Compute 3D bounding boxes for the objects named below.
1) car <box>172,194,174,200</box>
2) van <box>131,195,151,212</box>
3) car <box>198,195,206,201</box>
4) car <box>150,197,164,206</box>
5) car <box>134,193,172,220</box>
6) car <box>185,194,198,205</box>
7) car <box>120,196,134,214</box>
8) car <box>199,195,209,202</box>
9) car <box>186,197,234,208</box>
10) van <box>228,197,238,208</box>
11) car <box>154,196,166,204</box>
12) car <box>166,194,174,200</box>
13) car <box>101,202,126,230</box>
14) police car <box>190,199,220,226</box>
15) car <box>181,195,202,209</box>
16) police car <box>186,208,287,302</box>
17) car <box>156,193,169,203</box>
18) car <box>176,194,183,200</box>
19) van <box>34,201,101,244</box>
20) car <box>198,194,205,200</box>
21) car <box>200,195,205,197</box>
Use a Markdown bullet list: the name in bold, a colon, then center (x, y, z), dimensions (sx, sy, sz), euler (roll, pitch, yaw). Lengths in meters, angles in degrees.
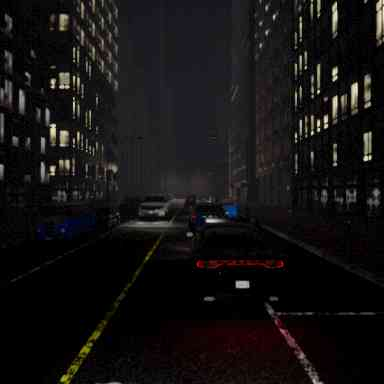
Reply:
- **car**: center (-5.830, 1.310, 77.897), dimensions (1.967, 1.590, 4.097), euler (0, 0, 0)
- **van**: center (-5.756, 1.306, 38.096), dimensions (1.690, 1.788, 3.998), euler (0, 0, 0)
- **car**: center (2.539, 1.434, 83.586), dimensions (1.802, 1.307, 4.206), euler (0, 0, 0)
- **car**: center (-5.789, 1.513, 55.154), dimensions (1.802, 1.307, 4.206), euler (0, 0, 0)
- **car**: center (-3.154, 1.201, 28.239), dimensions (2.150, 2.045, 5.566), euler (0, 0, 0)
- **car**: center (-0.111, 1.275, 58.665), dimensions (2.097, 1.767, 4.553), euler (0, 0, 0)
- **car**: center (-5.745, 1.289, 32.410), dimensions (2.192, 1.841, 5.009), euler (0, 0, 0)
- **car**: center (2.560, 1.453, 72.217), dimensions (1.947, 1.339, 4.313), euler (0, 0, 0)
- **car**: center (0.865, 1.342, 18.294), dimensions (2.097, 1.767, 4.553), euler (0, 0, 0)
- **van**: center (2.646, 1.323, 26.734), dimensions (1.690, 1.788, 3.998), euler (0, 0, 0)
- **car**: center (-5.799, 1.463, 60.839), dimensions (1.887, 1.381, 4.507), euler (0, 0, 0)
- **car**: center (-5.851, 1.272, 89.269), dimensions (1.967, 1.590, 4.097), euler (0, 0, 0)
- **car**: center (-5.726, 1.554, 21.038), dimensions (1.947, 1.339, 4.313), euler (0, 0, 0)
- **police car**: center (0.854, 1.410, 24.433), dimensions (1.930, 1.638, 5.238), euler (0, 0, 0)
- **car**: center (-0.074, 1.516, 44.900), dimensions (1.994, 1.385, 4.181), euler (0, 0, 0)
- **police car**: center (0.884, 1.423, 8.434), dimensions (1.930, 1.638, 5.238), euler (0, 0, 0)
- **car**: center (-5.808, 1.218, 66.524), dimensions (2.192, 1.841, 5.009), euler (0, 0, 0)
- **car**: center (-3.165, 1.363, 87.761), dimensions (1.812, 1.442, 4.674), euler (0, 0, 0)
- **van**: center (-5.714, 1.334, 15.352), dimensions (1.690, 1.788, 3.998), euler (0, 0, 0)
- **car**: center (2.529, 1.376, 89.272), dimensions (1.887, 1.381, 4.507), euler (0, 0, 0)
- **car**: center (2.571, 1.428, 66.700), dimensions (1.752, 1.417, 4.829), euler (0, 0, 0)
